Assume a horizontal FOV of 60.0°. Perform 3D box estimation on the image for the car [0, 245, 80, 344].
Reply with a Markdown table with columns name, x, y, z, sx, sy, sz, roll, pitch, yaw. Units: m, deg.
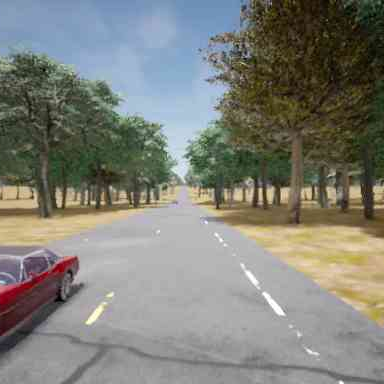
| name | x | y | z | sx | sy | sz | roll | pitch | yaw |
| --- | --- | --- | --- | --- | --- | --- | --- | --- | --- |
| car | -3.576 | 1.704 | 5.777 | 1.895 | 1.301 | 4.718 | -1 | -1 | -1 |
